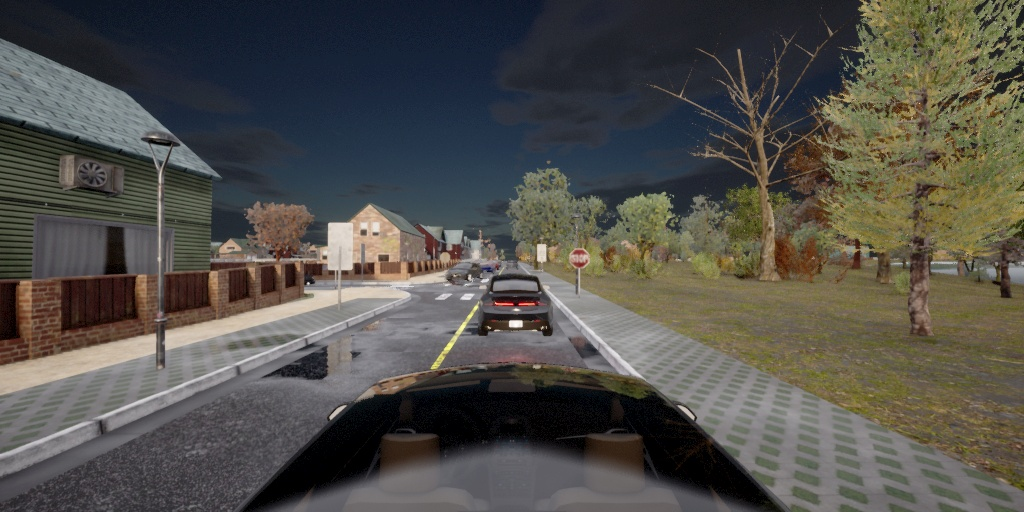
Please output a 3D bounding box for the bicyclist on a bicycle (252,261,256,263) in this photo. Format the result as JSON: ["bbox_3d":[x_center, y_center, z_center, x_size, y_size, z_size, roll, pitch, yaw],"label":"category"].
[{"bbox_3d":[-20.275,1.238,28.335,0.582,1.620,1.656,0,-1,2],"label":"bicyclist on a bicycle"}]

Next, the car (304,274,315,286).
[{"bbox_3d":[-15.275,1.318,22.320,5.357,1.411,2.033,0,-2,2],"label":"car"}]

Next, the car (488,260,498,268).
[{"bbox_3d":[-2.906,1.415,40.920,1.895,1.301,4.718,0,0,0],"label":"car"}]

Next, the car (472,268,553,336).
[{"bbox_3d":[0.079,1.262,10.378,1.837,1.490,4.892,0,0,0],"label":"car"}]

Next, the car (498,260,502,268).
[{"bbox_3d":[-2.897,1.333,53.762,1.882,1.535,5.008,0,0,0],"label":"car"}]

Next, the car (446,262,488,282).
[{"bbox_3d":[-3.772,1.296,29.527,1.837,1.490,4.892,0,0,13],"label":"car"}]

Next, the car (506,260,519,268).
[{"bbox_3d":[0.026,1.366,58.885,2.128,1.511,4.902,0,0,0],"label":"car"}]
